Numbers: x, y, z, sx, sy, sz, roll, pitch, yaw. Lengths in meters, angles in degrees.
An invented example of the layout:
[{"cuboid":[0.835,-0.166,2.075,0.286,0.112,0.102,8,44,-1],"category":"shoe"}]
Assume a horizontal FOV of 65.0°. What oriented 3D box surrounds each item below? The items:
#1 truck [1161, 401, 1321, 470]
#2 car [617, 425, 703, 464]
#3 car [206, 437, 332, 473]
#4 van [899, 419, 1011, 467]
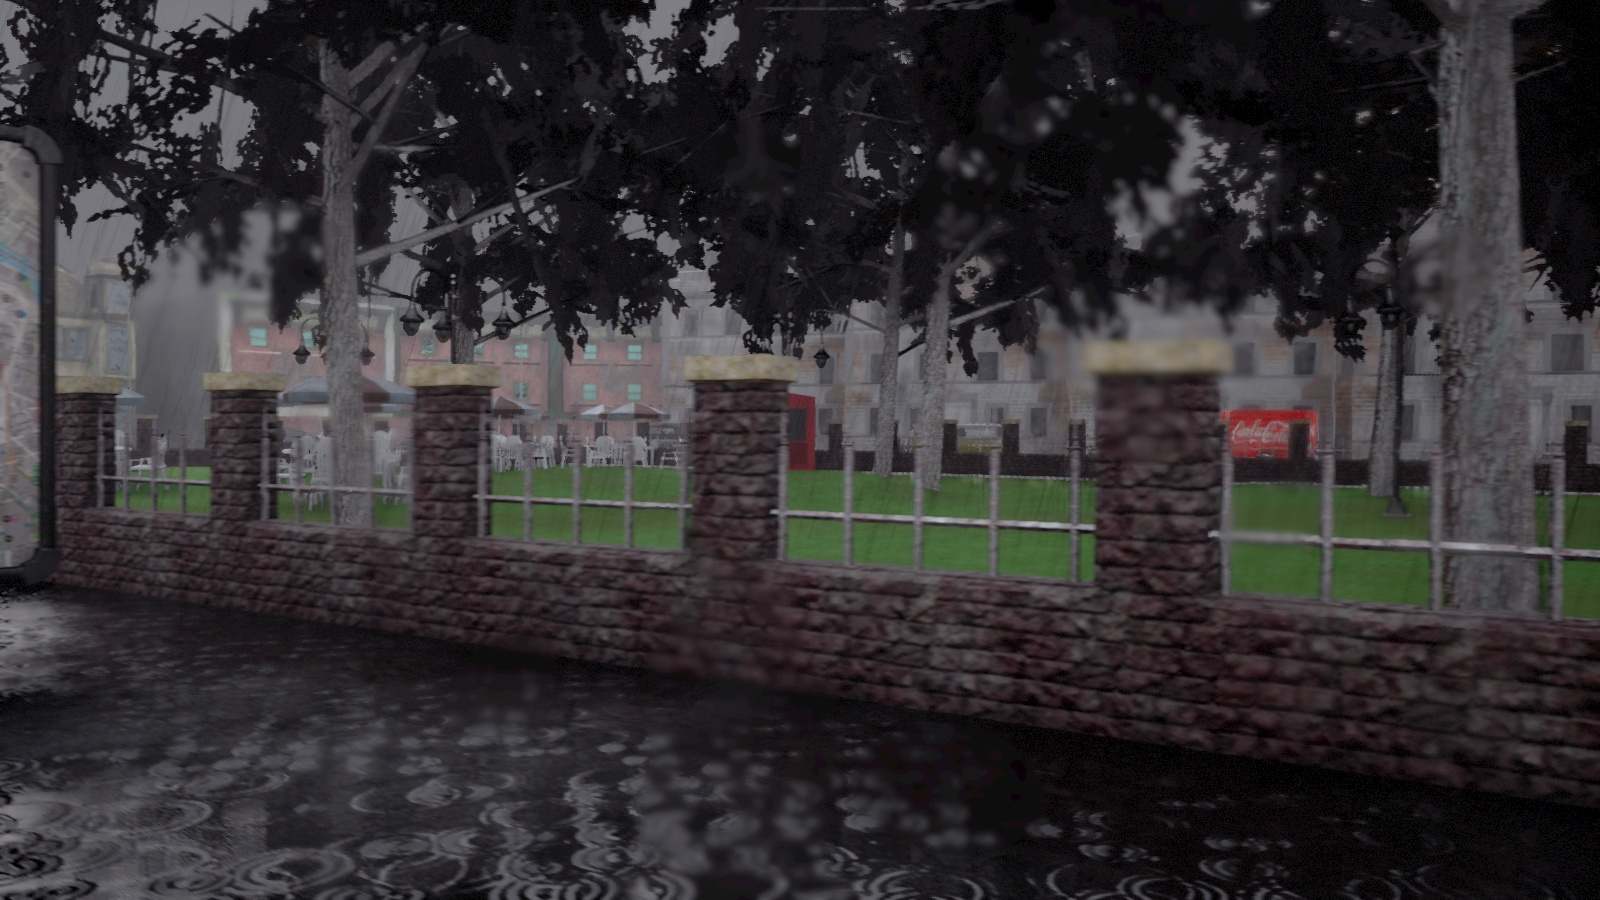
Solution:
[{"cuboid":[16.660,-0.554,47.487,5.204,2.467,2.627,0,1,34],"category":"truck"},{"cuboid":[-7.031,-0.268,63.003,3.866,1.878,1.905,0,1,29],"category":"car"},{"cuboid":[-23.414,0.191,55.529,1.837,1.490,4.892,0,1,34],"category":"car"},{"cuboid":[6.666,-0.314,54.112,4.442,1.987,1.775,0,1,34],"category":"van"}]
